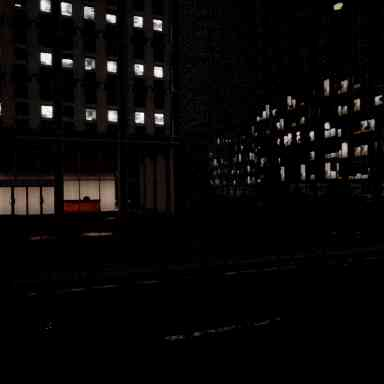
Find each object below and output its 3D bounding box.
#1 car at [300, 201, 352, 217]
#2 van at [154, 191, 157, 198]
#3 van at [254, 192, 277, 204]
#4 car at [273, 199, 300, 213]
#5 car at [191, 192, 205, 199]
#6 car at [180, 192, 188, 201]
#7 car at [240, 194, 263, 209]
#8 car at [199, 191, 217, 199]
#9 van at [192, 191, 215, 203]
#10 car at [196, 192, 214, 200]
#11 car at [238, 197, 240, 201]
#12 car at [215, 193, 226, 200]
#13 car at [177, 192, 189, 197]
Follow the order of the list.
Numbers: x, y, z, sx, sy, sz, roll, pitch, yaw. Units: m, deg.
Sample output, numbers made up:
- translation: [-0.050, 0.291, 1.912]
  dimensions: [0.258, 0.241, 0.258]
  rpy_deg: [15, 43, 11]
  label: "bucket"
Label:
- translation: [12.031, 1.435, 29.460]
  dimensions: [1.947, 1.339, 4.313]
  rpy_deg: [0, 1, -21]
  label: "car"
- translation: [-8.340, 0.687, 82.517]
  dimensions: [1.690, 1.788, 3.998]
  rpy_deg: [0, 1, -21]
  label: "van"
- translation: [11.771, 0.871, 53.728]
  dimensions: [1.690, 1.788, 3.998]
  rpy_deg: [0, 1, -21]
  label: "van"
- translation: [9.998, 1.400, 34.769]
  dimensions: [1.802, 1.307, 4.206]
  rpy_deg: [0, 1, -21]
  label: "car"
- translation: [1.526, 0.706, 80.236]
  dimensions: [1.967, 1.590, 4.097]
  rpy_deg: [0, 1, -21]
  label: "car"
- translation: [-2.192, 1.056, 66.615]
  dimensions: [2.008, 1.369, 4.403]
  rpy_deg: [0, 1, -21]
  label: "car"
- translation: [8.003, 1.332, 40.091]
  dimensions: [1.947, 1.339, 4.313]
  rpy_deg: [0, 1, -21]
  label: "car"
- translation: [3.575, 0.634, 74.934]
  dimensions: [2.192, 1.841, 5.009]
  rpy_deg: [0, 1, -21]
  label: "car"
- translation: [1.906, 0.952, 56.010]
  dimensions: [1.690, 1.788, 3.998]
  rpy_deg: [0, 1, -21]
  label: "van"
- translation: [2.756, 0.880, 69.852]
  dimensions: [1.882, 1.535, 5.008]
  rpy_deg: [-1, 1, -21]
  label: "car"
- translation: [9.723, 1.060, 59.033]
  dimensions: [1.802, 1.307, 4.206]
  rpy_deg: [0, 1, -21]
  label: "car"
- translation: [5.625, 0.954, 69.636]
  dimensions: [1.802, 1.307, 4.206]
  rpy_deg: [0, 1, -21]
  label: "car"
- translation: [-2.572, 0.710, 90.840]
  dimensions: [2.008, 1.369, 4.403]
  rpy_deg: [0, 1, -21]
  label: "car"
